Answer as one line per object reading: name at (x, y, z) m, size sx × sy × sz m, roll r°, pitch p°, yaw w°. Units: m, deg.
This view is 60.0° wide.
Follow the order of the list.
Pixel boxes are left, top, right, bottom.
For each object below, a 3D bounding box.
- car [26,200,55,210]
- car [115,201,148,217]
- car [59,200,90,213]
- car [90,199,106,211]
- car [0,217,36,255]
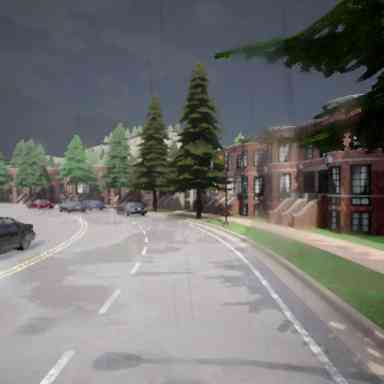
car at (-20.709, 1.720, 45.284) m, size 4.718 × 1.301 × 1.895 m, roll 0°, pitch 0°, yaw 39°
car at (-6.087, 1.634, 32.909) m, size 2.033 × 1.411 × 5.357 m, roll 0°, pitch 0°, yaw -28°
car at (-13.768, 1.664, 38.095) m, size 1.994 × 1.385 × 4.181 m, roll 0°, pitch 0°, yaw -38°
car at (-12.985, 1.660, 42.670) m, size 2.033 × 1.411 × 5.357 m, roll 0°, pitch 0°, yaw -42°
car at (-7.222, 1.578, 11.465) m, size 2.033 × 1.411 × 5.357 m, roll 0°, pitch 0°, yaw -4°
